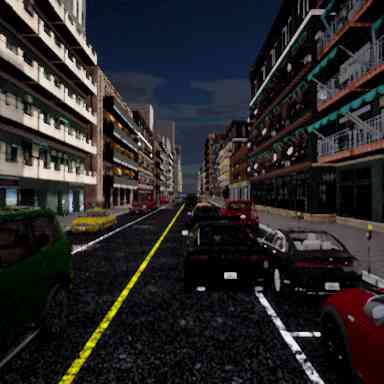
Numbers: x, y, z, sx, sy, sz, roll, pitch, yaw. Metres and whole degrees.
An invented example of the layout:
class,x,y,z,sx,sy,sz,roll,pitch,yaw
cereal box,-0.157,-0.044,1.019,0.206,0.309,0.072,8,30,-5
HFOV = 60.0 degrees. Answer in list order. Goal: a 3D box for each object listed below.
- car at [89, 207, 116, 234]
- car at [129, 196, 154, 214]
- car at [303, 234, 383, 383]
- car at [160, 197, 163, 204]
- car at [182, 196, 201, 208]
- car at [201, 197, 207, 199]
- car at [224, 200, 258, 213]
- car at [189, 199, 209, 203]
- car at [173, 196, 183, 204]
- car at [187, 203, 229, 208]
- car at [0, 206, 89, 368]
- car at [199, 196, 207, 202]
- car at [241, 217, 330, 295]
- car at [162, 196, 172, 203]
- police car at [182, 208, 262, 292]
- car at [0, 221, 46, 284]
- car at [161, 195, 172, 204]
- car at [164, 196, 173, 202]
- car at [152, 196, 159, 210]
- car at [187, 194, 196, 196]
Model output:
class,x,y,z,sx,sy,sz,roll,pitch,yaw
car,-5.702,1.593,19.662,1.752,1.417,4.829,0,0,0
car,-5.712,1.564,36.742,1.967,1.590,4.097,0,0,0
car,2.689,1.451,2.925,1.967,1.590,4.097,0,0,0
car,-5.719,1.742,48.014,1.802,1.307,4.206,0,0,0
car,-0.012,1.659,46.335,1.837,1.490,4.892,0,0,0
car,2.648,1.755,70.731,1.752,1.417,4.829,0,0,0
car,2.680,1.383,19.834,2.192,1.841,5.009,0,0,0
car,0.884,1.541,25.247,1.801,1.575,5.366,0,0,0
car,-3.044,1.586,71.958,2.097,1.767,4.553,0,0,0
car,0.809,1.577,19.060,1.837,1.490,4.892,0,0,0
car,-3.104,1.234,3.593,2.150,2.045,5.566,0,0,0
car,2.642,1.808,81.833,1.887,1.381,4.507,0,0,0
car,2.685,1.581,8.560,2.008,1.369,4.403,0,0,0
car,-5.735,1.687,76.196,1.967,1.590,4.097,0,0,0
police car,0.748,1.458,9.163,1.930,1.638,5.238,0,0,0
car,-5.696,1.596,8.558,1.947,1.339,4.313,0,0,0
car,-5.731,1.545,70.560,2.192,1.841,5.009,0,0,0
car,-5.738,1.809,81.833,1.887,1.381,4.507,0,0,0
car,-5.715,1.457,42.379,2.192,1.841,5.009,0,0,0
car,-0.036,1.417,59.634,2.150,2.045,5.566,0,0,0
